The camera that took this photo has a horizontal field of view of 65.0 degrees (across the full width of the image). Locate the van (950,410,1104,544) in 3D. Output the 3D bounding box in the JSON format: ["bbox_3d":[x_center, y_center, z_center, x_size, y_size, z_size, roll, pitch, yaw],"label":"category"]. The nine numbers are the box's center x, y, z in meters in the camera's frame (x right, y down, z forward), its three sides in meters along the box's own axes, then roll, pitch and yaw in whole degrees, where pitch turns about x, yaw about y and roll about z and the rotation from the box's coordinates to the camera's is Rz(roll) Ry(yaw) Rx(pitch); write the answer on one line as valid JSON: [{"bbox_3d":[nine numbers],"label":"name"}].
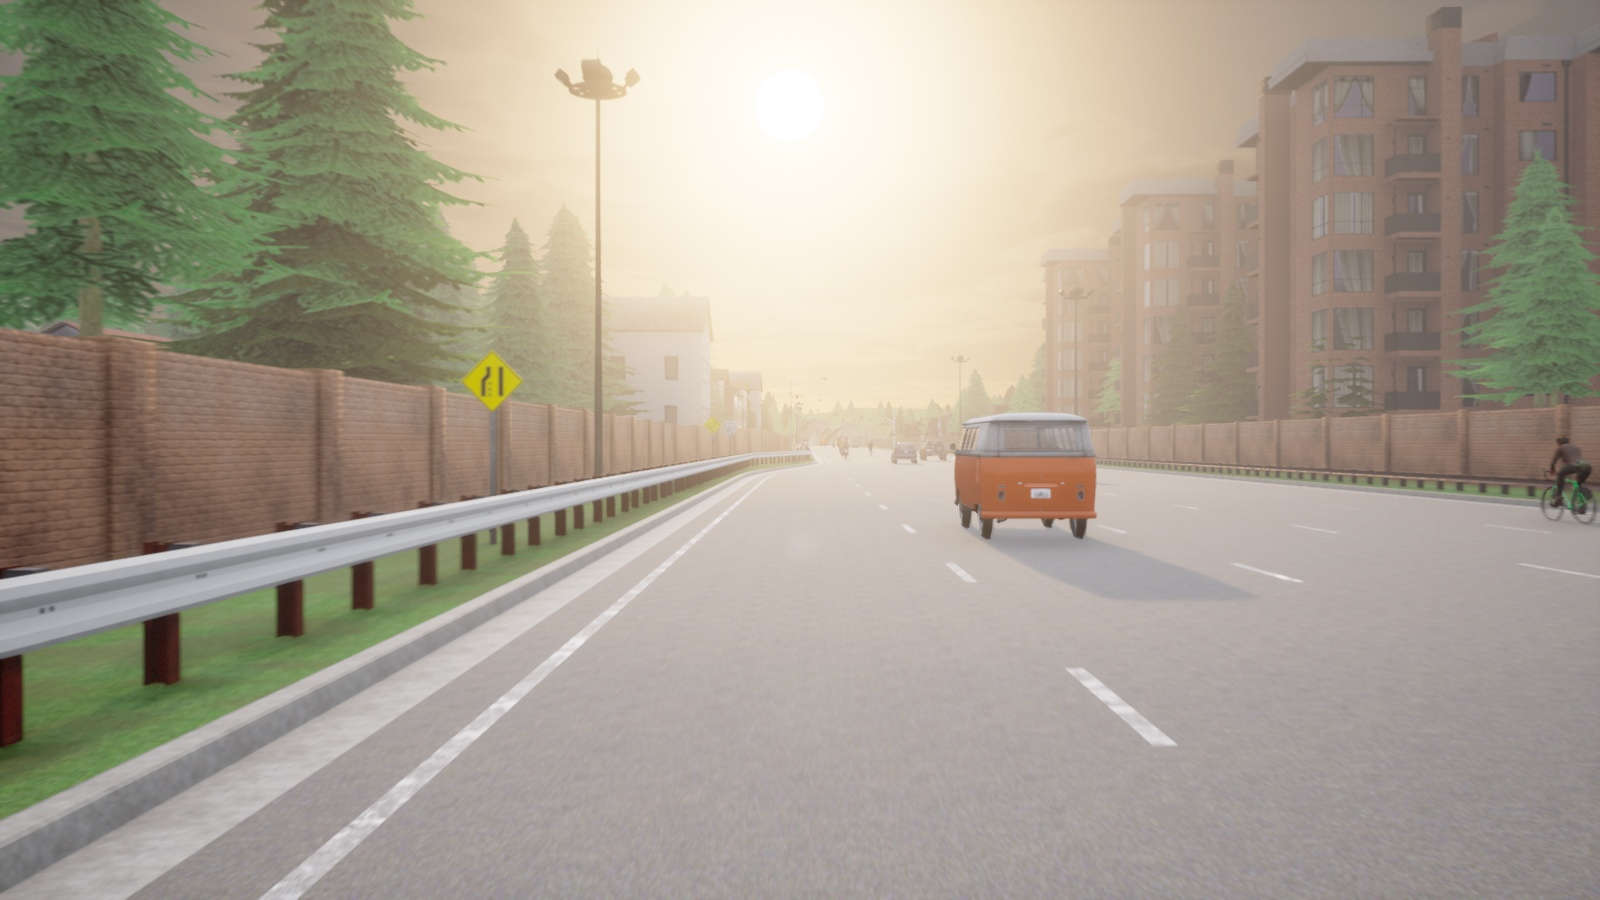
[{"bbox_3d":[3.634,0.386,20.862,1.775,1.987,4.442,0,0,0],"label":"van"}]

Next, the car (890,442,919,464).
[{"bbox_3d":[7.532,0.225,90.862,1.789,1.549,3.705,0,0,0],"label":"car"}]

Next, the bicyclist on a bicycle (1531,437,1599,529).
[{"bbox_3d":[14.146,0.583,22.992,0.582,1.620,1.656,0,0,0],"label":"bicyclist on a bicycle"}]
